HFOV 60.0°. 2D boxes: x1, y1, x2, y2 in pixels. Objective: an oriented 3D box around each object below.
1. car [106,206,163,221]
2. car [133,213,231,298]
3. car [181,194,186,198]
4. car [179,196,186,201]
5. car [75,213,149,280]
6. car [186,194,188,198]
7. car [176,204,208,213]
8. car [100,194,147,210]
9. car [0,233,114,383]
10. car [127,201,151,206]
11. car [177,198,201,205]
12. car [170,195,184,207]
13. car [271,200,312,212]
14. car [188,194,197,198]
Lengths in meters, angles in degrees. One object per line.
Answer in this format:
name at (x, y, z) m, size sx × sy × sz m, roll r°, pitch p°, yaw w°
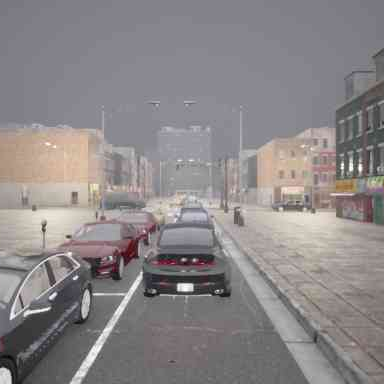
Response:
car at (-2.618, 1.554, 15.440) m, size 1.887 × 1.381 × 4.507 m, roll 0°, pitch 0°, yaw 0°
car at (-0.069, 1.508, 8.541) m, size 1.837 × 1.490 × 4.892 m, roll 0°, pitch 0°, yaw 1°
car at (-2.576, 1.414, 58.335) m, size 2.192 × 1.841 × 5.009 m, roll 0°, pitch 0°, yaw 0°
car at (-2.546, 1.762, 90.999) m, size 1.887 × 1.381 × 4.507 m, roll 0°, pitch 0°, yaw 0°
car at (-2.623, 1.549, 9.945) m, size 1.887 × 1.381 × 4.507 m, roll 0°, pitch 0°, yaw 0°
car at (-2.556, 1.699, 79.940) m, size 1.752 × 1.417 × 4.829 m, roll 0°, pitch 0°, yaw 0°
car at (0.108, 1.536, 16.043) m, size 1.812 × 1.442 × 4.674 m, roll 0°, pitch 0°, yaw 0°
car at (-7.707, 1.214, 38.064) m, size 5.566 × 2.045 × 2.150 m, roll 0°, pitch 0°, yaw 0°
car at (-2.628, 1.552, 4.451) m, size 2.008 × 1.369 × 4.403 m, roll 0°, pitch 0°, yaw 0°
car at (-2.613, 1.541, 20.764) m, size 1.752 × 1.417 × 4.829 m, roll 0°, pitch 0°, yaw 0°
car at (0.049, 1.502, 26.311) m, size 1.882 × 1.535 × 5.008 m, roll 0°, pitch 0°, yaw 0°
car at (-2.583, 1.609, 52.721) m, size 1.752 × 1.417 × 4.829 m, roll 0°, pitch 0°, yaw 0°
car at (12.245, 1.711, 41.099) m, size 4.892 × 1.490 × 1.837 m, roll 1°, pitch 0°, yaw 0°
car at (0.082, 1.403, 83.002) m, size 2.150 × 2.045 × 5.566 m, roll 0°, pitch 0°, yaw 0°
